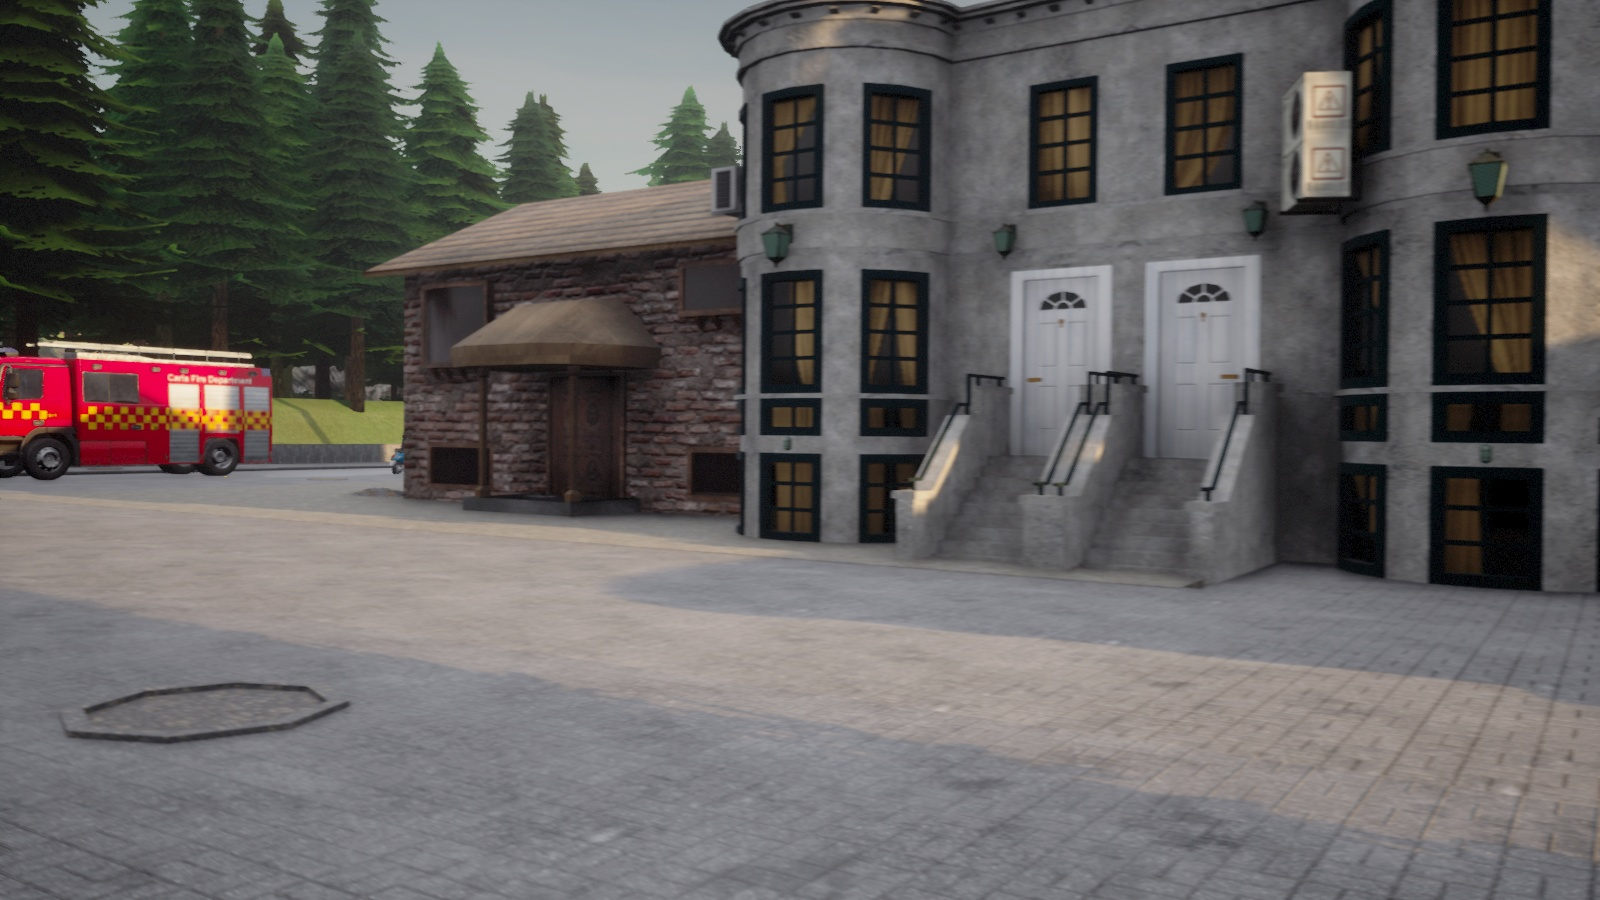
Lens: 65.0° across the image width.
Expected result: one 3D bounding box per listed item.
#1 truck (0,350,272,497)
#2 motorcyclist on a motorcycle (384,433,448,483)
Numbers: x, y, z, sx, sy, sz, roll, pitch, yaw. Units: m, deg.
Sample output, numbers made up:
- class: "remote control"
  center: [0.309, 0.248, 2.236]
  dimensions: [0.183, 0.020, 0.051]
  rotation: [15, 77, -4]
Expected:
- class: "truck"
  center: [-20.121, -0.751, 36.633]
  dimensions: [2.891, 3.827, 8.468]
  rotation: [0, 1, 34]
- class: "motorcyclist on a motorcycle"
  center: [-12.487, 0.240, 40.891]
  dimensions: [0.866, 1.590, 1.817]
  rotation: [0, 1, 34]
